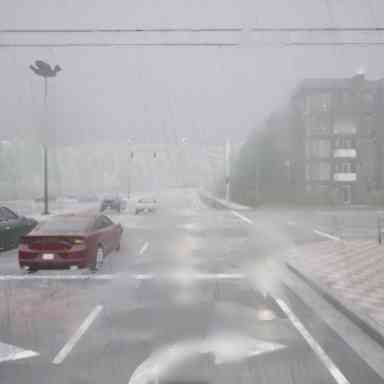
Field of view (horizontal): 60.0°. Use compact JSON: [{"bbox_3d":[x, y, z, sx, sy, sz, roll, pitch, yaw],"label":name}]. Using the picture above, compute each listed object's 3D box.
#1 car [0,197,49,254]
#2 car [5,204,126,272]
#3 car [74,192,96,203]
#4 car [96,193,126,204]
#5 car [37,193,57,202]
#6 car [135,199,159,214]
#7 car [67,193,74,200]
[{"bbox_3d":[-6.972,1.228,11.318,2.097,1.767,4.553,0,1,-1],"label":"car"},{"bbox_3d":[-3.454,1.364,10.414,1.882,1.535,5.008,0,1,-1],"label":"car"},{"bbox_3d":[-16.283,0.793,52.054,2.097,1.767,4.553,0,0,0],"label":"car"},{"bbox_3d":[-7.628,1.154,32.503,1.837,1.490,4.892,0,1,-2],"label":"car"},{"bbox_3d":[-23.274,0.904,53.213,1.882,1.535,5.008,0,1,0],"label":"car"},{"bbox_3d":[-4.054,1.268,30.842,1.895,1.301,4.718,0,1,-2],"label":"car"},{"bbox_3d":[-23.246,0.823,66.565,2.033,1.411,5.357,0,1,0],"label":"car"}]
